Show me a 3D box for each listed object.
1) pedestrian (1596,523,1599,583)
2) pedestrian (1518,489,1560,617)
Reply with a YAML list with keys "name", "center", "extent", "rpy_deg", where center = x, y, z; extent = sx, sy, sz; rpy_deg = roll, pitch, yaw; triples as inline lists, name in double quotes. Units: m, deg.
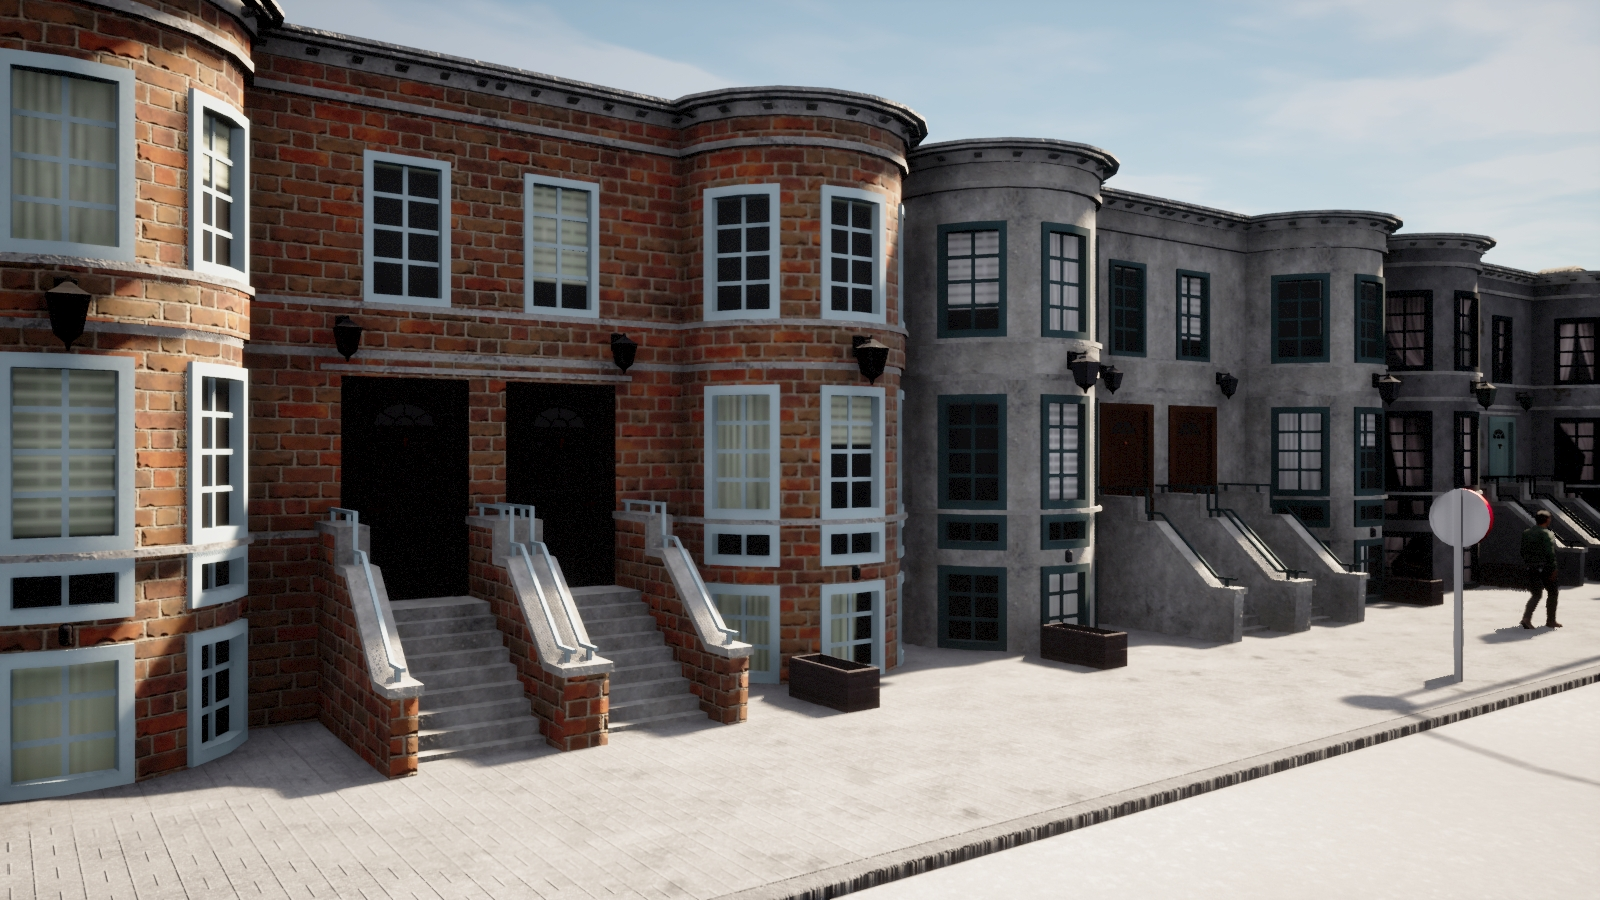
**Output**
- name: "pedestrian"
  center: [15.114, 1.904, 21.108]
  extent: [0.500, 1.100, 0.500]
  rpy_deg: [0, 0, -29]
- name: "pedestrian"
  center: [11.011, 1.524, 17.030]
  extent: [0.375, 1.860, 0.375]
  rpy_deg: [0, 0, -20]
